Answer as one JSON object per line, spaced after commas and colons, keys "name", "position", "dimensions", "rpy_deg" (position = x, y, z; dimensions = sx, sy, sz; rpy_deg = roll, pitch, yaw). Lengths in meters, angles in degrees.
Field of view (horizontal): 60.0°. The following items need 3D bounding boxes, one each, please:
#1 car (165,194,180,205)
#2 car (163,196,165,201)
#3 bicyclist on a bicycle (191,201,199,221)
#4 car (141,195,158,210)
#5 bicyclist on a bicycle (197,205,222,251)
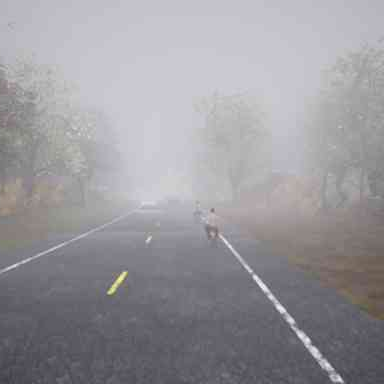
{"name": "car", "position": [-3.022, 1.354, 56.062], "dimensions": [2.128, 1.511, 4.902], "rpy_deg": [0, 0, -6]}
{"name": "car", "position": [-5.280, 1.295, 73.573], "dimensions": [1.837, 1.490, 4.892], "rpy_deg": [0, 0, -9]}
{"name": "bicyclist on a bicycle", "position": [0.376, 1.400, 22.605], "dimensions": [0.866, 1.612, 1.509], "rpy_deg": [0, 0, -2]}
{"name": "car", "position": [-5.368, 1.446, 41.816], "dimensions": [1.812, 1.442, 4.674], "rpy_deg": [0, 0, -5]}
{"name": "bicyclist on a bicycle", "position": [0.785, 1.416, 12.912], "dimensions": [0.866, 1.612, 1.509], "rpy_deg": [0, 0, -2]}
